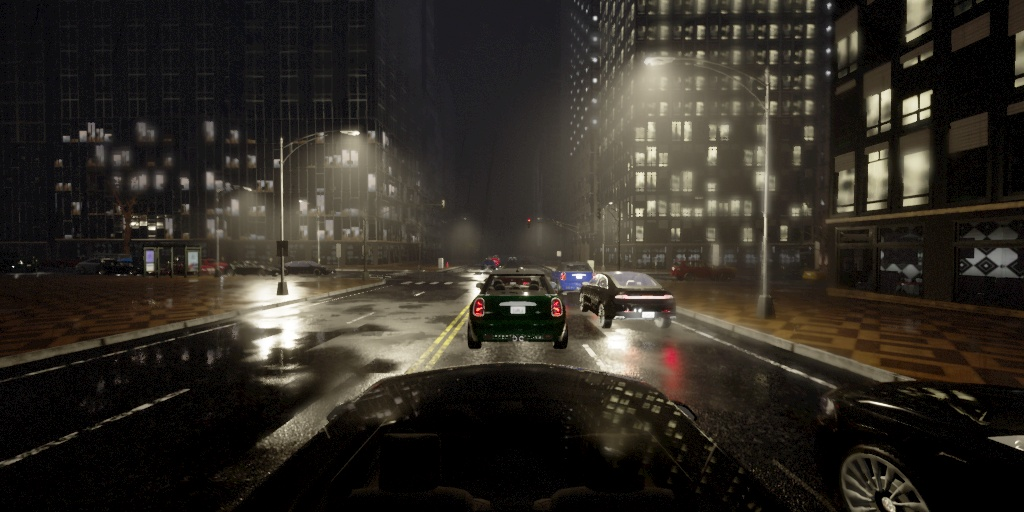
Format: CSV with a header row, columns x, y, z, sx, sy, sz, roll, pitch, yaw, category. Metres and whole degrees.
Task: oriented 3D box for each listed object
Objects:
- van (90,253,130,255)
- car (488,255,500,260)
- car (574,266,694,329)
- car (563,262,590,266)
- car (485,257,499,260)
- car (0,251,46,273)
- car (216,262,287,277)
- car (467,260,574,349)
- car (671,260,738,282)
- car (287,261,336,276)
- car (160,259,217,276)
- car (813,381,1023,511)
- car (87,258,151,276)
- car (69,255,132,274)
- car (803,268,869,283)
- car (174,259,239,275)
x,y,z,sx,sy,sz,roll,pitch,yaw,category
-45.233,0.604,40.344,3.998,1.789,1.690,0,0,1,van
-3.246,0.925,61.025,2.150,2.045,5.566,0,0,0,car
3.364,1.237,11.273,2.128,1.511,4.902,0,0,0,car
3.376,1.092,20.115,2.097,1.767,4.553,0,0,0,car
-3.277,1.241,50.801,1.812,1.442,4.674,0,0,0,car
-49.577,0.538,34.683,5.566,2.045,2.150,1,1,-1,car
-22.690,1.173,31.345,4.313,1.339,1.948,0,0,1,car
0.111,1.099,9.300,2.097,1.767,4.553,0,0,0,car
16.234,1.269,30.763,5.009,1.841,2.192,0,0,1,car
-19.662,1.139,33.972,5.357,1.411,2.033,0,1,0,car
-28.374,1.138,31.486,4.207,1.307,1.802,0,0,1,car
3.344,1.242,0.881,2.128,1.511,4.902,0,0,0,car
-34.054,1.069,31.668,4.313,1.339,1.948,0,0,1,car
-38.922,0.942,34.410,4.674,1.442,1.812,1,1,2,car
27.682,1.579,30.550,4.829,1.417,1.751,0,0,1,car
-29.068,1.031,34.190,4.674,1.442,1.812,1,1,1,car
